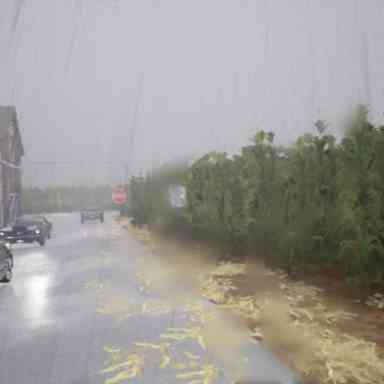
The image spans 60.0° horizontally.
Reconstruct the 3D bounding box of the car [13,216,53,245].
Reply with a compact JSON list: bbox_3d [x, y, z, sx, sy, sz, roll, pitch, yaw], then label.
[{"bbox_3d":[-8.427,1.960,17.161,1.895,1.301,4.718,-2,0,-17],"label":"car"}]

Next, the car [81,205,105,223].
[{"bbox_3d":[-8.826,1.874,29.597,2.128,1.511,4.902,-2,0,-15],"label":"car"}]

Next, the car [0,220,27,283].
[{"bbox_3d":[-5.333,1.674,7.303,2.128,1.511,4.902,-2,0,-17],"label":"car"}]

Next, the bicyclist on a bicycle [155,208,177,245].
[{"bbox_3d":[-0.827,1.502,14.590,1.656,1.620,0.582,-2,0,-18],"label":"bicyclist on a bicycle"}]
